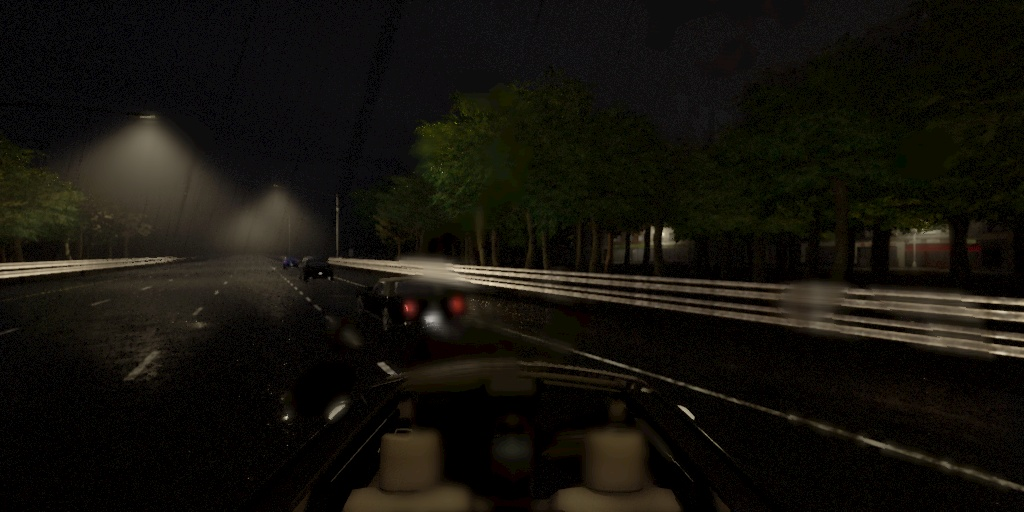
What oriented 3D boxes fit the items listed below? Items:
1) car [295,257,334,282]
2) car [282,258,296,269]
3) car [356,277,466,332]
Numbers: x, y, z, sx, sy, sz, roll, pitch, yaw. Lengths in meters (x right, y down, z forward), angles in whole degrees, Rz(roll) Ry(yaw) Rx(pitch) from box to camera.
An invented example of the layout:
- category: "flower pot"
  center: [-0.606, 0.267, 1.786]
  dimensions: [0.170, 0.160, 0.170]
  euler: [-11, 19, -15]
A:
- category: "car"
  center: [-14.715, 1.065, 26.848]
  dimensions: [1.882, 1.535, 5.008]
  euler: [0, 0, -35]
- category: "car"
  center: [-29.758, 0.945, 48.251]
  dimensions: [1.812, 1.442, 4.674]
  euler: [0, 0, -33]
- category: "car"
  center: [-3.271, 1.291, 10.788]
  dimensions: [1.895, 1.301, 4.718]
  euler: [0, 0, -35]
